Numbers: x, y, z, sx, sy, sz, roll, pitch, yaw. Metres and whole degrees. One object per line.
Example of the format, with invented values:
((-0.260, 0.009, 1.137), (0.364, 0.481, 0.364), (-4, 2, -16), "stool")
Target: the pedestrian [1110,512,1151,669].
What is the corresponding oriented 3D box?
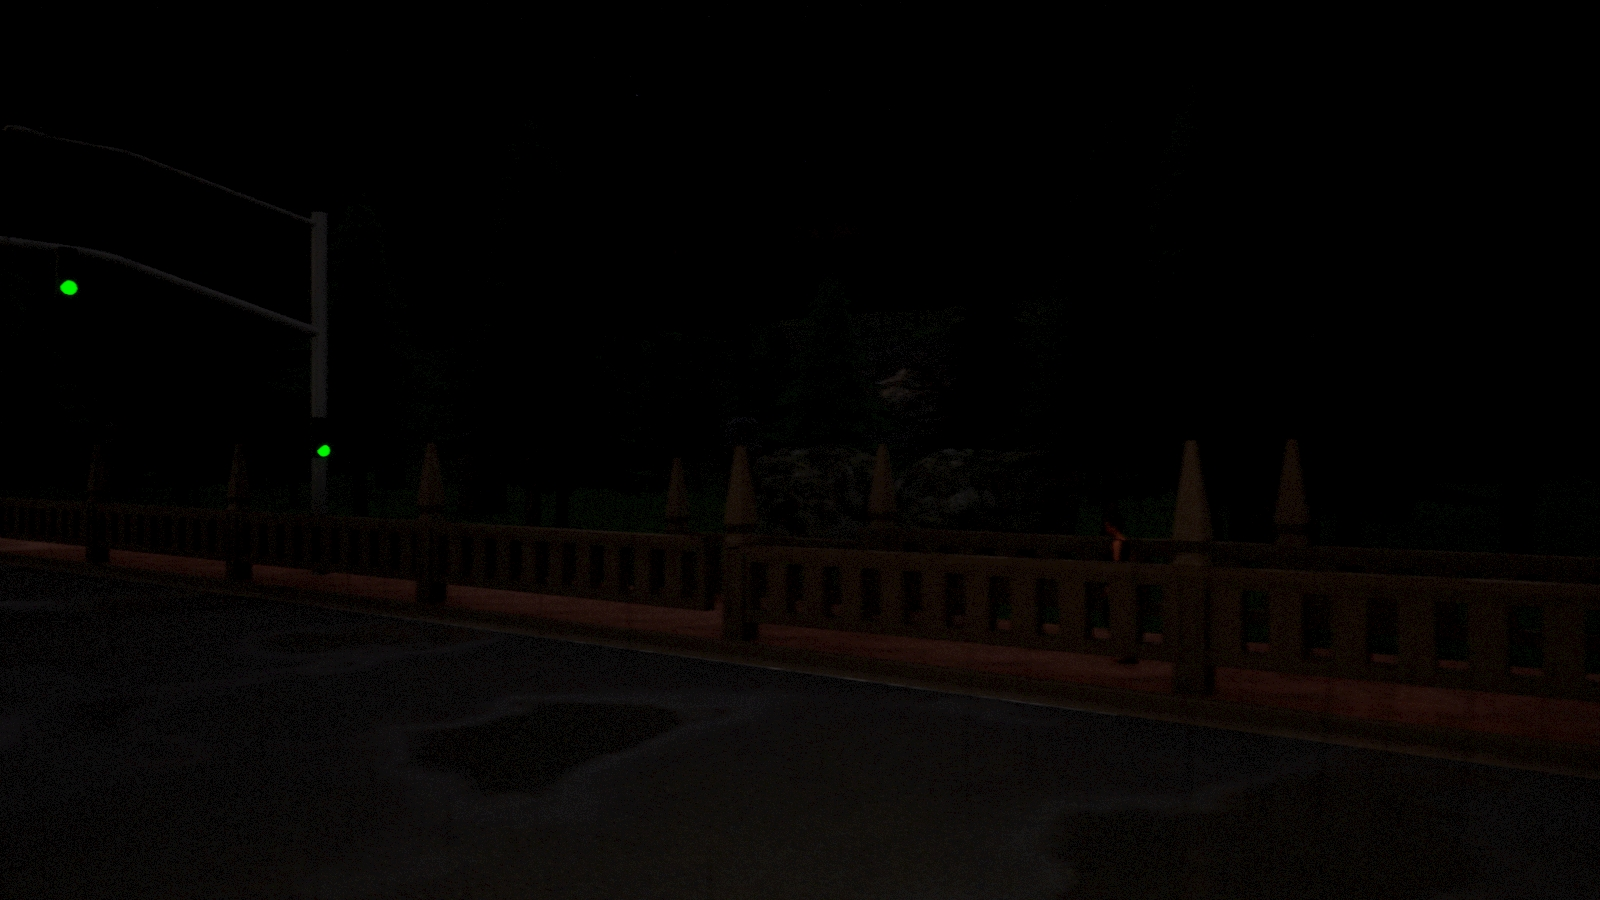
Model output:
((4.037, 1.696, 13.945), (0.375, 1.860, 0.375), (0, 0, 35), "pedestrian")
